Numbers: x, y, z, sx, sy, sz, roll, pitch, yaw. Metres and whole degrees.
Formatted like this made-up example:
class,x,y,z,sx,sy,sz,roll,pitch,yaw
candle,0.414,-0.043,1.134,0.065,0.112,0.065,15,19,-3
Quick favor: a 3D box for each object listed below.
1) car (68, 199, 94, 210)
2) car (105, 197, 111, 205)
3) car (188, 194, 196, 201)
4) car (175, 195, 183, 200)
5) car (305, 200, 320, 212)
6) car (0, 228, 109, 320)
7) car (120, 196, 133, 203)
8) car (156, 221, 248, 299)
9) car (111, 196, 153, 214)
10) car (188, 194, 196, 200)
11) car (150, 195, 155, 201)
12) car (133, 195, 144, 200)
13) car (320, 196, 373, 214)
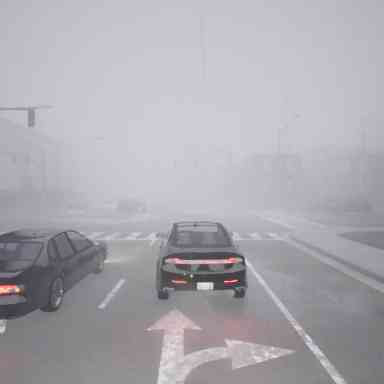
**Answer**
class,x,y,z,sx,sy,sz,roll,pitch,yaw
car,-14.115,1.548,42.673,2.033,1.411,5.357,0,0,0
car,-14.094,1.563,59.215,1.994,1.385,4.181,0,0,0
car,-0.029,1.500,82.458,1.837,1.490,4.892,0,0,0
car,-3.533,1.524,92.864,1.812,1.442,4.674,0,0,0
car,15.698,1.491,38.710,4.902,1.511,2.128,0,0,0
car,-3.434,1.547,7.639,2.033,1.411,5.357,0,0,0
car,-14.025,1.524,71.720,1.812,1.442,4.674,0,0,0
car,0.112,1.492,8.445,2.128,1.511,4.902,0,0,-3
car,-6.594,1.491,35.896,2.128,1.511,4.902,0,0,-34
car,-0.033,1.355,92.849,2.097,1.767,4.553,0,0,0
car,-10.530,1.522,84.513,1.994,1.385,4.181,0,0,0
car,-14.031,1.398,87.282,2.033,1.411,5.357,0,0,0
car,16.528,1.352,35.209,4.553,1.767,2.097,0,0,0
